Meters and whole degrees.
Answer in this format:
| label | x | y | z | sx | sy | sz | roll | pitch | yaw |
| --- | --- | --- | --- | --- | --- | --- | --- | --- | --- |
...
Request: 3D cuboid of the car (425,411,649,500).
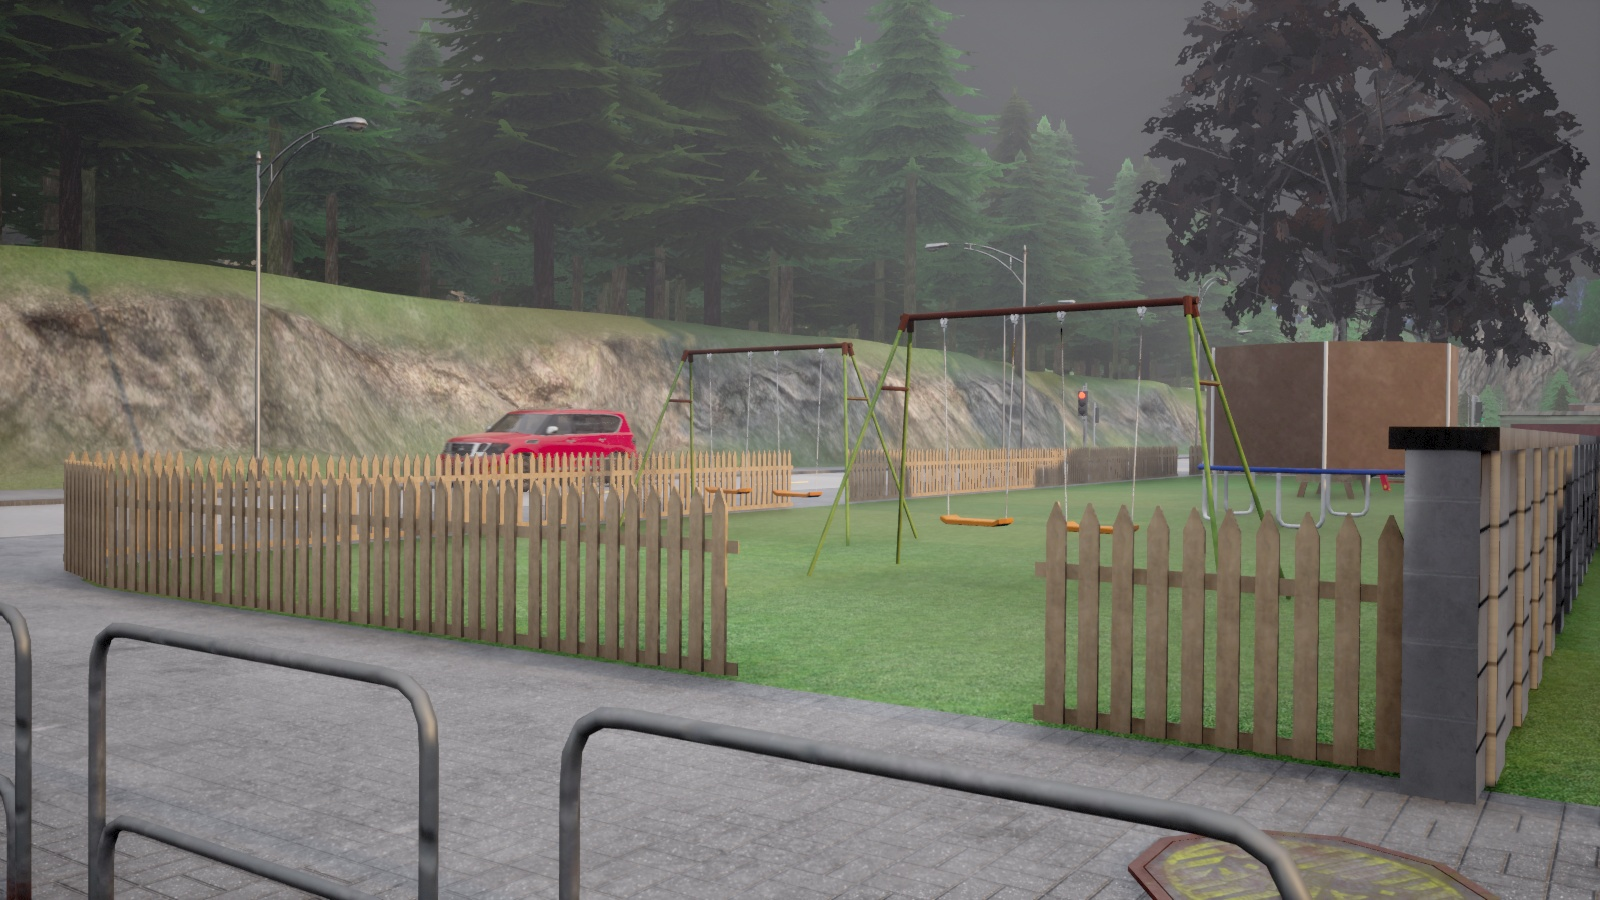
| label | x | y | z | sx | sy | sz | roll | pitch | yaw |
| --- | --- | --- | --- | --- | --- | --- | --- | --- | --- |
| car | -6.449 | 0.078 | 31.543 | 2.150 | 2.045 | 5.566 | 0 | 1 | 34 |
